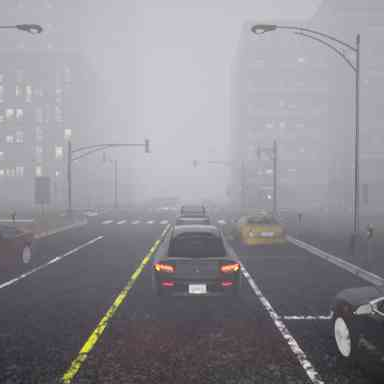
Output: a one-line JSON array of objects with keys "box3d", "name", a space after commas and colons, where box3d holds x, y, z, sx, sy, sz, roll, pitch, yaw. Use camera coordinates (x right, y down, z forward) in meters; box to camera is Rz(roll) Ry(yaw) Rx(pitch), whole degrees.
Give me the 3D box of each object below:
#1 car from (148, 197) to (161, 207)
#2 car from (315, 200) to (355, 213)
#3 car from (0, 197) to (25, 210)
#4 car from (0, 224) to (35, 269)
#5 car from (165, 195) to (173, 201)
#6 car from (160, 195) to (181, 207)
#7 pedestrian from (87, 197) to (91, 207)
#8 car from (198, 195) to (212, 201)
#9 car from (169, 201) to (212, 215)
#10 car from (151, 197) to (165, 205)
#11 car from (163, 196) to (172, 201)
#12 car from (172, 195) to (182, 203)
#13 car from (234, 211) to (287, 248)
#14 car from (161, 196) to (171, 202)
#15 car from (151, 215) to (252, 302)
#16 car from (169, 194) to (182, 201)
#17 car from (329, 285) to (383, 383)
[{"box3d": [-5.809, 1.514, 52.152, 1.752, 1.417, 4.829, -1, 0, 0], "name": "car"}, {"box3d": [16.238, 1.623, 37.545, 4.403, 1.369, 2.008, 0, 0, 1], "name": "car"}, {"box3d": [-21.738, 1.275, 37.965, 4.829, 1.417, 1.752, 0, 0, 1], "name": "car"}, {"box3d": [-5.849, 1.542, 8.780, 1.887, 1.381, 4.507, -1, 0, 0], "name": "car"}, {"box3d": [-5.879, 1.530, 86.249, 1.887, 1.381, 4.507, -1, 0, 0], "name": "car"}, {"box3d": [-3.195, 1.537, 50.390, 2.033, 1.411, 5.357, 0, 0, 0], "name": "car"}, {"box3d": [-12.632, 1.200, 40.830, 0.375, 1.300, 0.375, 0, 0, 1], "name": "pedestrian"}, {"box3d": [2.559, 1.539, 57.994, 2.008, 1.369, 4.403, -1, 0, 0], "name": "car"}, {"box3d": [0.053, 1.487, 18.177, 2.128, 1.511, 4.902, 0, 0, 0], "name": "car"}, {"box3d": [-5.821, 1.554, 57.976, 1.947, 1.339, 4.313, -1, 0, 0], "name": "car"}, {"box3d": [-5.866, 1.568, 80.594, 1.802, 1.307, 4.206, -1, 0, 0], "name": "car"}, {"box3d": [-3.143, 1.487, 70.538, 1.837, 1.490, 4.892, 0, 0, 0], "name": "car"}, {"box3d": [2.778, 1.521, 14.554, 1.752, 1.417, 4.829, -1, 0, 0], "name": "car"}, {"box3d": [-5.855, 1.531, 74.940, 1.887, 1.381, 4.507, -1, 0, 0], "name": "car"}, {"box3d": [0.083, 1.523, 8.102, 1.812, 1.442, 4.674, 0, 0, 0], "name": "car"}, {"box3d": [-3.195, 1.479, 60.341, 2.128, 1.511, 4.902, 0, 0, 0], "name": "car"}, {"box3d": [2.801, 1.550, 3.096, 2.008, 1.369, 4.403, -1, 0, 0], "name": "car"}]
